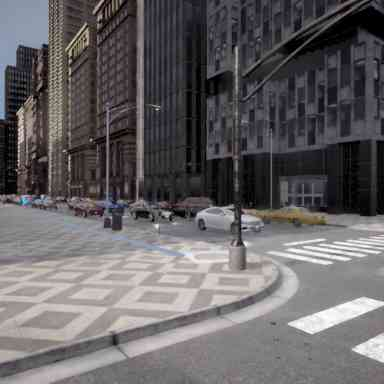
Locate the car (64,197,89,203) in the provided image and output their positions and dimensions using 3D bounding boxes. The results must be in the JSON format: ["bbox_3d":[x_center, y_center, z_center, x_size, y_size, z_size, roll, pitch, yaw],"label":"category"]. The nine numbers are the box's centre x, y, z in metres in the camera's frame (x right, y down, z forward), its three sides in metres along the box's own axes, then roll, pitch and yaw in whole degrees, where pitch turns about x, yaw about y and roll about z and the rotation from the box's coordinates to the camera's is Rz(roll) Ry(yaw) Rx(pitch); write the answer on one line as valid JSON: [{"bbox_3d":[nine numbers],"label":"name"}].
[{"bbox_3d":[-14.392,1.672,42.562,1.994,1.385,4.181,0,0,-37],"label":"car"}]

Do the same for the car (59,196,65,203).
[{"bbox_3d":[-28.789,1.666,73.006,1.967,1.590,4.097,0,0,-35],"label":"car"}]

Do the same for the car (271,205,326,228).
[{"bbox_3d":[6.692,1.577,22.836,1.752,1.417,4.829,0,0,-35],"label":"car"}]

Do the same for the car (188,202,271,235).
[{"bbox_3d":[2.024,1.556,19.251,1.812,1.442,4.674,0,0,-37],"label":"car"}]

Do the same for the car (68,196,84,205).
[{"bbox_3d":[-22.320,1.633,63.859,1.967,1.590,4.097,0,0,-35],"label":"car"}]

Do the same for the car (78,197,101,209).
[{"bbox_3d":[-15.245,1.614,49.201,1.882,1.535,5.008,0,0,-35],"label":"car"}]

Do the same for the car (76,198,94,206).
[{"bbox_3d":[-19.086,1.758,59.285,1.802,1.307,4.206,0,0,-35],"label":"car"}]

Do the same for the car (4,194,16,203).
[{"bbox_3d":[-38.976,1.528,72.646,2.192,1.841,5.009,0,0,-35],"label":"car"}]

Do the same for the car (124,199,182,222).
[{"bbox_3d":[-3.262,1.547,26.764,2.128,1.511,4.902,0,0,-35],"label":"car"}]

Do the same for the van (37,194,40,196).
[{"bbox_3d":[-38.493,1.620,86.727,1.690,1.788,3.998,0,0,-35],"label":"van"}]

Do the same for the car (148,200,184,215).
[{"bbox_3d":[-2.913,1.642,36.417,1.887,1.381,4.507,0,0,-35],"label":"car"}]

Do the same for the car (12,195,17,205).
[{"bbox_3d":[-32.408,1.704,63.359,1.752,1.417,4.829,0,0,-35],"label":"car"}]

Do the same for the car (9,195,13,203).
[{"bbox_3d":[-35.741,1.778,68.071,1.802,1.307,4.206,0,0,-35],"label":"car"}]

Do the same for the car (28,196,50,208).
[{"bbox_3d":[-22.802,1.711,49.776,1.802,1.307,4.206,0,0,-35],"label":"car"}]

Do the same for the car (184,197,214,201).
[{"bbox_3d":[0.321,1.397,31.844,2.192,1.841,5.009,0,0,-35],"label":"car"}]

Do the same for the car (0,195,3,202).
[{"bbox_3d":[-45.445,1.688,81.793,1.967,1.590,4.097,0,0,-35],"label":"car"}]

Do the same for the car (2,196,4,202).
[{"bbox_3d":[-42.211,1.812,77.219,1.802,1.307,4.206,0,0,-35],"label":"car"}]

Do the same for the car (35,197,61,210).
[{"bbox_3d":[-19.568,1.695,45.202,1.802,1.307,4.206,0,0,-35],"label":"car"}]

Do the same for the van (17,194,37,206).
[{"bbox_3d":[-29.272,1.503,58.924,1.690,1.788,3.998,0,0,-35],"label":"van"}]

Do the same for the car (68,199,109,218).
[{"bbox_3d":[-9.864,1.611,31.481,1.887,1.381,4.507,0,0,-35],"label":"car"}]

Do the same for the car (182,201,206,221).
[{"bbox_3d":[-0.376,1.666,28.174,1.895,1.301,4.718,0,0,-35],"label":"car"}]

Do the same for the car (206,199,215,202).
[{"bbox_3d":[3.458,1.592,27.409,1.752,1.417,4.829,0,0,-35],"label":"car"}]

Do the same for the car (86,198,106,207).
[{"bbox_3d":[-15.851,1.725,54.712,1.947,1.339,4.313,0,0,-35],"label":"car"}]

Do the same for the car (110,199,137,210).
[{"bbox_3d":[-9.383,1.679,45.565,2.008,1.369,4.403,0,0,-35],"label":"car"}]

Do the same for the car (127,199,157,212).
[{"bbox_3d":[-6.246,1.638,41.130,1.752,1.417,4.829,0,0,-35],"label":"car"}]

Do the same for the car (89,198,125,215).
[{"bbox_3d":[-8.705,1.559,34.473,1.882,1.535,5.008,0,0,-35],"label":"car"}]
